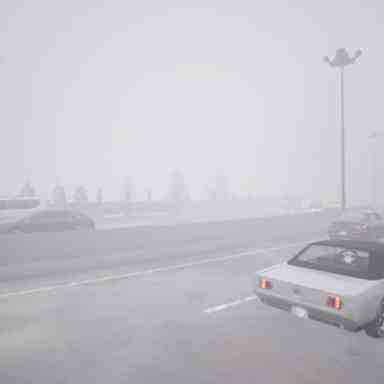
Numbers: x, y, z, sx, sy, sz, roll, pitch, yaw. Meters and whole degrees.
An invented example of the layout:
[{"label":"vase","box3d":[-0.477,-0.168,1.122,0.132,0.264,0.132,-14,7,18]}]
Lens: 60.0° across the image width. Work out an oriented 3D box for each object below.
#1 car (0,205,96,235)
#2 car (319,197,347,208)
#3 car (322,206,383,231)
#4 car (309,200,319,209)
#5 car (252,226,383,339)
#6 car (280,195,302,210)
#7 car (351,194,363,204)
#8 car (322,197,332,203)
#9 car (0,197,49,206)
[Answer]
[{"label":"car","box3d":[-7.225,1.582,16.295,4.892,1.490,1.837,0,0,-39]},{"label":"car","box3d":[15.816,1.618,36.875,1.882,1.535,5.008,0,-1,32]},{"label":"car","box3d":[8.006,1.568,15.608,4.674,1.442,1.812,0,0,-44]},{"label":"car","box3d":[18.154,1.768,47.797,1.994,1.385,4.181,-1,0,29]},{"label":"car","box3d":[3.435,1.617,6.675,4.718,1.301,1.895,0,0,-39]},{"label":"car","box3d":[14.403,1.448,48.266,2.150,2.045,5.566,-1,0,29]},{"label":"car","box3d":[36.845,1.513,74.336,2.150,2.045,5.566,-1,0,29]},{"label":"car","box3d":[34.022,1.909,83.716,1.882,1.535,5.008,-1,-1,29]},{"label":"car","box3d":[-10.541,1.311,18.090,5.566,2.045,2.150,0,0,-38]}]
